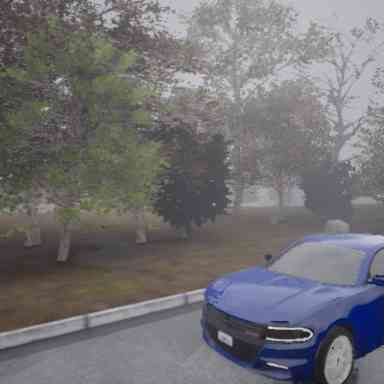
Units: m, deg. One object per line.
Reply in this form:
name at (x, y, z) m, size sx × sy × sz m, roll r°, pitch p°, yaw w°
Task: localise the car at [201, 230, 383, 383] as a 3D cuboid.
car at (2.427, 1.454, 5.408) m, size 5.008 × 1.535 × 1.882 m, roll 0°, pitch 0°, yaw -35°
